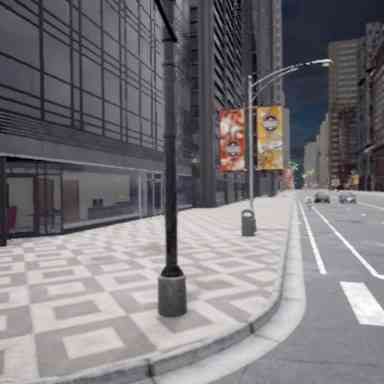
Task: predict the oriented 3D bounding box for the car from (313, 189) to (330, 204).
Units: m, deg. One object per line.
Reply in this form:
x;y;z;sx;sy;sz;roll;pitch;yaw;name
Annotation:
17.928;0.776;46.163;1.882;1.535;5.008;-1;1;17;car

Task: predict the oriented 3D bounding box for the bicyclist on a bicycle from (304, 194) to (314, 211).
10.786;0.963;30.591;0.866;1.612;1.509;-1;-4;18;bicyclist on a bicycle

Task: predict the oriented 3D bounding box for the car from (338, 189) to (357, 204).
21.034;0.759;45.208;2.128;1.511;4.902;-1;1;17;car
